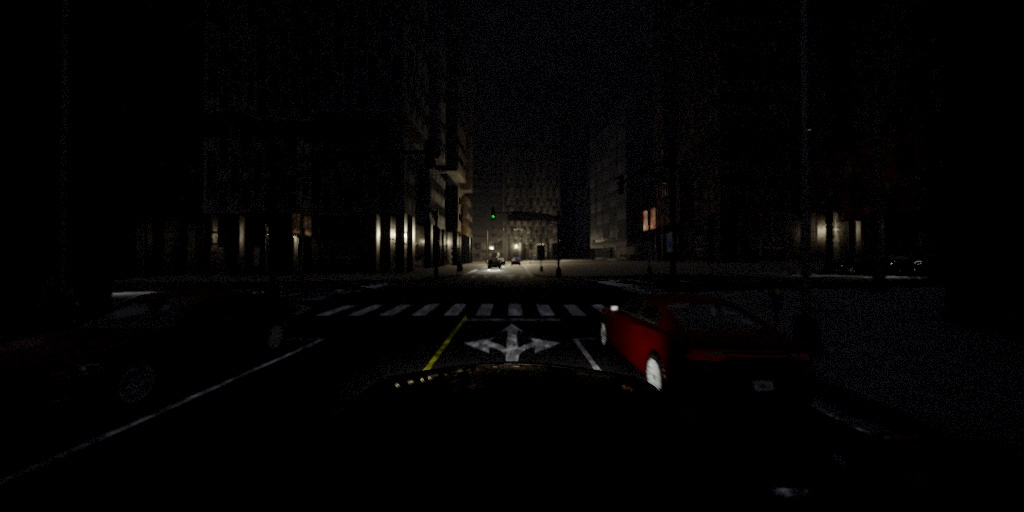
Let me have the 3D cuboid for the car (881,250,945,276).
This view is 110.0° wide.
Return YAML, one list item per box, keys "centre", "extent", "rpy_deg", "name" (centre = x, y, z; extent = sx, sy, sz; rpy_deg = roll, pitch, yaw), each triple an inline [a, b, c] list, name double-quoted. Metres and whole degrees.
- centre: [29.102, 0.420, 24.837]
  extent: [4.553, 1.767, 2.097]
  rpy_deg: [-1, -1, 0]
  name: "car"

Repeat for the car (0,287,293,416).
- centre: [-5.761, 1.286, 6.181]
  extent: [1.888, 1.381, 4.507]
  rpy_deg: [0, 0, 0]
  name: "car"

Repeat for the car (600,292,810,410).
- centre: [2.765, 1.285, 6.178]
  extent: [1.888, 1.381, 4.507]
  rpy_deg: [0, 0, 0]
  name: "car"

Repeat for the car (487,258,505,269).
- centre: [-2.595, 1.147, 53.174]
  extent: [2.128, 1.511, 4.902]
  rpy_deg: [0, 0, 1]
  name: "car"

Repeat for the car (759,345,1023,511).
- centre: [2.763, 1.334, 0.568]
  extent: [1.802, 1.307, 4.207]
  rpy_deg: [0, 0, 0]
  name: "car"

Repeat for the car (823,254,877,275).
- centre: [27.270, 0.626, 28.088]
  extent: [5.008, 1.535, 1.882]
  rpy_deg: [-1, -1, 0]
  name: "car"
